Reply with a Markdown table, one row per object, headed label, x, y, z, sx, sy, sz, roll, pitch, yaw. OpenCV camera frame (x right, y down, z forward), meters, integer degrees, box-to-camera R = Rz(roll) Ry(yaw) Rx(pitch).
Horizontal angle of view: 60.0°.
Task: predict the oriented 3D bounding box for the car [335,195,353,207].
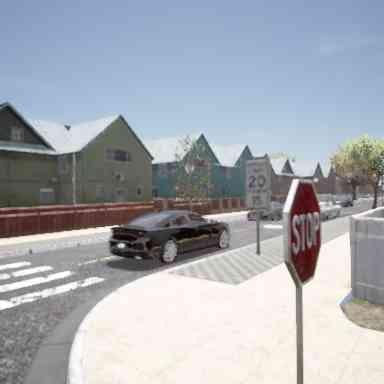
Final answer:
| label | x | y | z | sx | sy | sz | roll | pitch | yaw |
| --- | --- | --- | --- | --- | --- | --- | --- | --- | --- |
| car | 19.345 | 1.185 | 42.832 | 2.128 | 1.511 | 4.902 | -1 | -1 | 37 |

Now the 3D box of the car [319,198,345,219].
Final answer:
| label | x | y | z | sx | sy | sz | roll | pitch | yaw |
| --- | --- | --- | --- | --- | --- | --- | --- | --- | --- |
| car | 9.952 | 1.349 | 25.492 | 1.895 | 1.301 | 4.718 | -1 | 0 | 37 |

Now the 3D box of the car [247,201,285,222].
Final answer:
| label | x | y | z | sx | sy | sz | roll | pitch | yaw |
| --- | --- | --- | --- | --- | --- | --- | --- | --- | --- |
| car | 5.718 | 1.392 | 24.750 | 1.994 | 1.385 | 4.181 | -1 | 0 | 37 |

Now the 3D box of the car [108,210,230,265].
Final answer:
| label | x | y | z | sx | sy | sz | roll | pitch | yaw |
| --- | --- | --- | --- | --- | --- | --- | --- | --- | --- |
| car | -0.540 | 1.363 | 11.448 | 1.882 | 1.535 | 5.008 | -1 | 0 | 37 |
